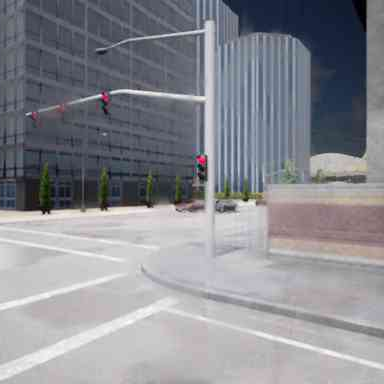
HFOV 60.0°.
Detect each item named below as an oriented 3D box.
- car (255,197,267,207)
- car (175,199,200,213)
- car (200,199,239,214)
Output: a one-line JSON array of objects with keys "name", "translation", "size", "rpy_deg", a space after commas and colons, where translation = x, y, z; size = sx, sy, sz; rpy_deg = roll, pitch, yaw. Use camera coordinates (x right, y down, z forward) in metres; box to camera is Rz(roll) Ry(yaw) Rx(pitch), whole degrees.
[{"name": "car", "translation": [11.925, 1.537, 53.665], "size": [1.882, 1.535, 5.008], "rpy_deg": [0, 0, 36]}, {"name": "car", "translation": [0.040, 1.574, 37.290], "size": [1.812, 1.442, 4.674], "rpy_deg": [0, 0, 36]}, {"name": "car", "translation": [3.300, 1.554, 35.848], "size": [1.837, 1.490, 4.892], "rpy_deg": [0, 0, 36]}]
